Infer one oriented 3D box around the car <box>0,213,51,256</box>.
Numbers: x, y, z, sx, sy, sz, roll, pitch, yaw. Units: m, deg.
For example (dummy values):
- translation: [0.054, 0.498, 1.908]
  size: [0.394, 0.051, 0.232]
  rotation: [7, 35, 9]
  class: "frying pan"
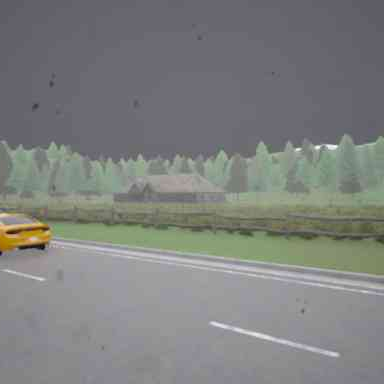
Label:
- translation: [-7.903, 1.632, 13.843]
  size: [5.008, 1.535, 1.882]
  rotation: [0, 0, 36]
  class: "car"
